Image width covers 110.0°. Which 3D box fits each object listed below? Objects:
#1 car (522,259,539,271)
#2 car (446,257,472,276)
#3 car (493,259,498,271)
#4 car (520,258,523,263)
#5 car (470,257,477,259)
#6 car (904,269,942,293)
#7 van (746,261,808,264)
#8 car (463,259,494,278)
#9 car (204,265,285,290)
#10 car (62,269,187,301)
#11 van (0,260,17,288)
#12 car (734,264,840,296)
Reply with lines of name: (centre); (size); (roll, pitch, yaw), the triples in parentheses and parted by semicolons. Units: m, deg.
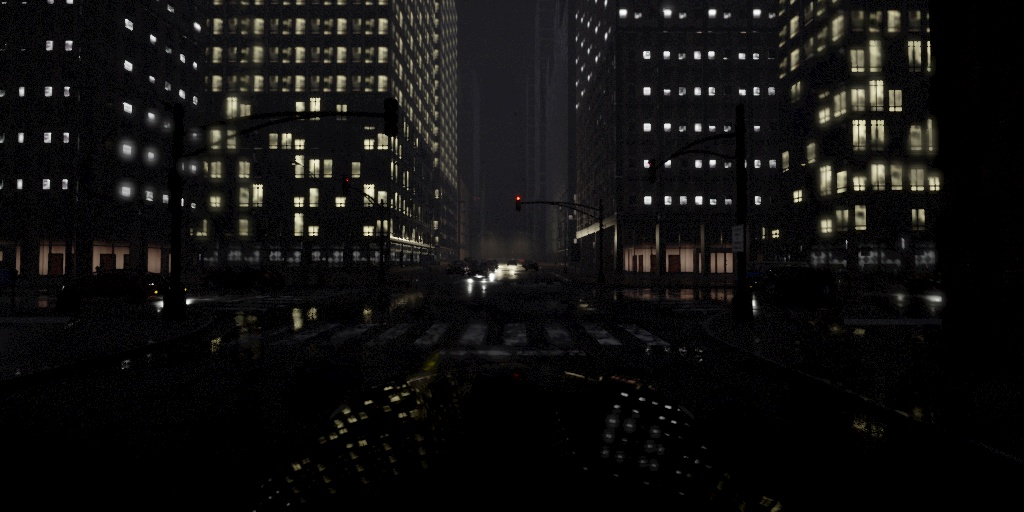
car: (2.687, 1.350, 48.755); (1.802, 1.307, 4.207); (0, 0, 0)
car: (-5.692, 1.203, 37.542); (1.967, 1.591, 4.097); (0, 0, 0)
car: (-3.102, 1.367, 44.372); (1.895, 1.301, 4.718); (0, 0, 0)
car: (2.687, 1.298, 60.080); (1.751, 1.417, 4.829); (0, 0, 0)
car: (-5.693, 1.082, 48.692); (2.192, 1.841, 5.009); (0, 0, 0)
car: (24.352, 1.313, 19.437); (5.008, 1.535, 1.882); (0, -1, 0)
van: (15.980, 1.210, 22.033); (3.998, 1.789, 1.690); (0, 0, 0)
car: (-3.104, 1.310, 34.462); (2.033, 1.411, 5.357); (0, 0, 0)
car: (-16.494, 1.255, 22.105); (4.097, 1.591, 1.967); (0, 0, 0)
car: (-17.490, 1.264, 16.326); (4.181, 1.385, 1.994); (0, -1, -1)
van: (-33.439, 1.132, 22.141); (3.998, 1.789, 1.690); (0, 0, 0)
car: (14.872, 1.321, 19.461); (4.892, 1.490, 1.837); (0, -1, 0)
